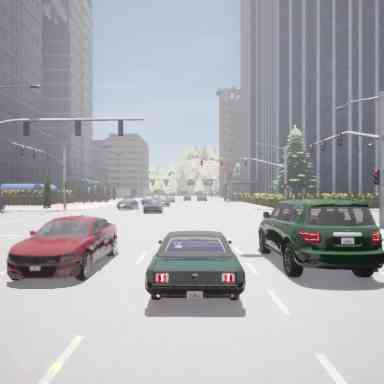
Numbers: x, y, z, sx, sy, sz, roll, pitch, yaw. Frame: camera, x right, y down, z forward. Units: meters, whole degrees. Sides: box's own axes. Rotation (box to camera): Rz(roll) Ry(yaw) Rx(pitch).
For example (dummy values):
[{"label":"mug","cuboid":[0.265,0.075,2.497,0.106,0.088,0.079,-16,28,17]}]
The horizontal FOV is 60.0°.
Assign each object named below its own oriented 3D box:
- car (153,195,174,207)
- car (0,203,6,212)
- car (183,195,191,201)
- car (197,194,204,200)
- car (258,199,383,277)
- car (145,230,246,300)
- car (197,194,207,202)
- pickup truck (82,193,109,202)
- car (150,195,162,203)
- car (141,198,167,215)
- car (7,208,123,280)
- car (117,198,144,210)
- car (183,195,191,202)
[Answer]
[{"label":"car","cuboid":[-4.301,1.491,50.476,2.128,1.511,4.902,0,0,-1]},{"label":"car","cuboid":[-22.295,1.525,35.271,4.674,1.442,1.812,0,0,0]},{"label":"car","cuboid":[-1.244,1.540,88.871,2.033,1.411,5.357,0,0,-1]},{"label":"car","cuboid":[2.254,1.386,89.065,1.882,1.535,5.008,0,0,-1]},{"label":"car","cuboid":[3.588,1.221,10.349,2.150,2.045,5.566,0,0,0]},{"label":"car","cuboid":[0.076,1.601,8.321,1.895,1.301,4.718,0,0,0]},{"label":"car","cuboid":[2.397,1.348,78.784,2.097,1.767,4.553,0,0,-1]},{"label":"pickup truck","cuboid":[-21.151,1.058,73.381,2.390,2.098,6.274,0,0,30]},{"label":"car","cuboid":[-8.037,1.524,73.953,2.128,1.511,4.902,0,0,-1]},{"label":"car","cuboid":[-4.000,1.601,34.672,1.895,1.301,4.718,0,0,-1]},{"label":"car","cuboid":[-3.595,1.477,10.110,1.882,1.535,5.008,0,0,0]},{"label":"car","cuboid":[-8.125,1.491,42.327,2.128,1.511,4.902,0,0,5]},{"label":"car","cuboid":[-1.099,1.500,78.516,1.837,1.490,4.892,0,0,-1]}]
